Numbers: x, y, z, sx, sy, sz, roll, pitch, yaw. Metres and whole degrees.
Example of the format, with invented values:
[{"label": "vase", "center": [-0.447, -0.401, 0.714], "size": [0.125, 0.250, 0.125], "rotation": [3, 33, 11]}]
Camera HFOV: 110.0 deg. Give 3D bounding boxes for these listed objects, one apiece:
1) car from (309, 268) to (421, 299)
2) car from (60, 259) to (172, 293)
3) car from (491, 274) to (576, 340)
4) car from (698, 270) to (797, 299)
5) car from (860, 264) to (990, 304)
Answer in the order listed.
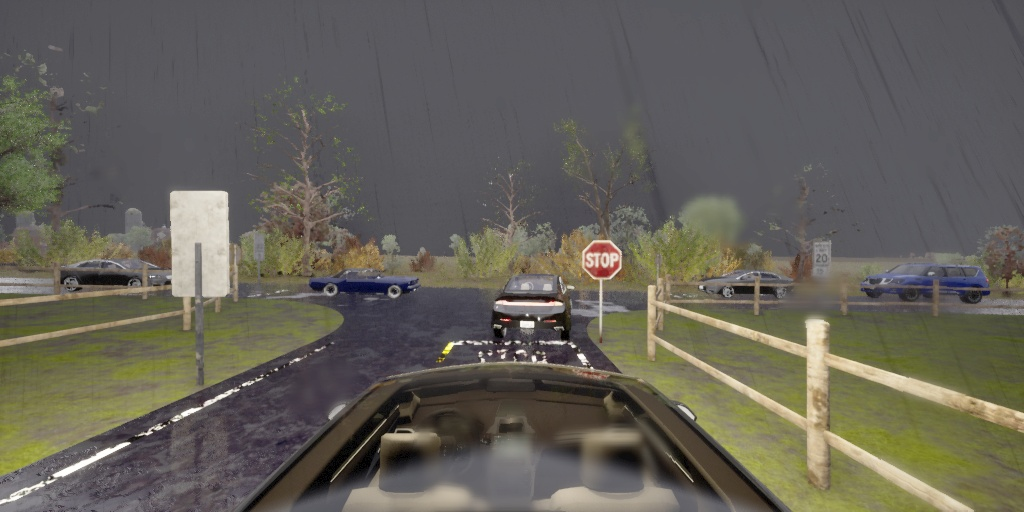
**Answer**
[{"label": "car", "center": [-6.823, 1.248, 17.047], "size": [4.718, 1.301, 1.895], "rotation": [1, 1, 0]}, {"label": "car", "center": [-18.491, 0.885, 17.062], "size": [4.902, 1.511, 2.128], "rotation": [1, 1, 0]}, {"label": "car", "center": [0.706, 1.240, 10.016], "size": [2.128, 1.511, 4.902], "rotation": [0, 0, 9]}, {"label": "car", "center": [13.003, 1.525, 19.975], "size": [4.902, 1.511, 2.128], "rotation": [1, 1, 0]}, {"label": "car", "center": [22.898, 1.466, 19.965], "size": [5.566, 2.045, 2.150], "rotation": [1, 1, 0]}]
